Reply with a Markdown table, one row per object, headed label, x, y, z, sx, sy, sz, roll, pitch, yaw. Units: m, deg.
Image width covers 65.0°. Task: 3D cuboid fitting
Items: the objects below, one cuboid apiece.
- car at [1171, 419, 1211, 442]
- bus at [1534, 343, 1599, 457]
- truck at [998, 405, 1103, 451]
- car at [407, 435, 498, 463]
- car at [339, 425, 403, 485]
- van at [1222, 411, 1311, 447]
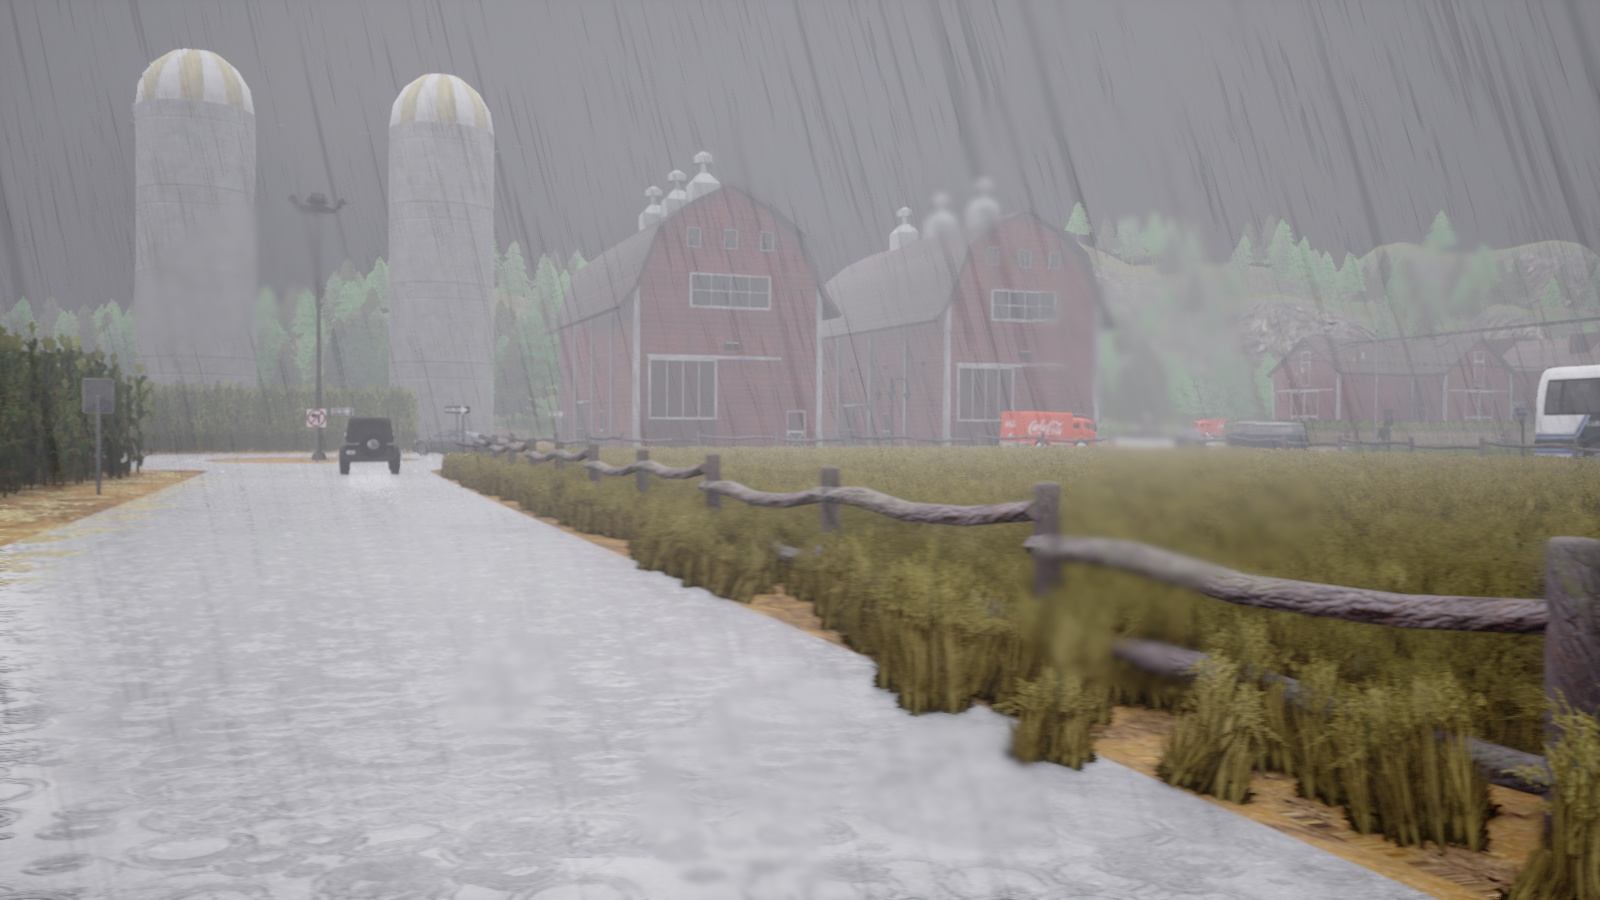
| label | x | y | z | sx | sy | sz | roll | pitch | yaw |
| --- | --- | --- | --- | --- | --- | --- | --- | --- | --- |
| car | 27.661 | -1.392 | 89.028 | 2.163 | 1.488 | 4.792 | -1 | 1 | 11 |
| bus | 32.537 | -1.858 | 45.358 | 3.944 | 4.253 | 10.273 | 0 | 0 | -20 |
| truck | 14.132 | -1.228 | 70.943 | 5.204 | 2.467 | 2.627 | 0 | 1 | -19 |
| car | -18.202 | -0.030 | 65.878 | 4.181 | 1.385 | 1.994 | -1 | 1 | 19 |
| car | -14.479 | 0.135 | 42.377 | 1.905 | 1.878 | 3.866 | -1 | 1 | -19 |
| van | 26.313 | -1.174 | 70.902 | 1.775 | 1.987 | 4.442 | -2 | 1 | -37 |
